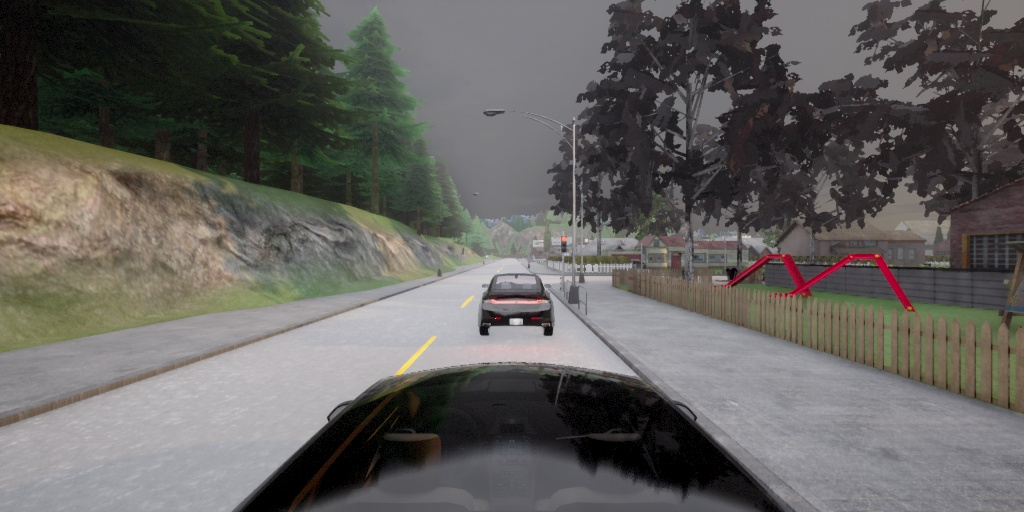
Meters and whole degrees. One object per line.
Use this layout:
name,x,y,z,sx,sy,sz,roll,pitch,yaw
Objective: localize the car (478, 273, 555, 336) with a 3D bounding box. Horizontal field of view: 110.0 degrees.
car,0.125,1.242,10.364,2.128,1.511,4.902,0,0,1
